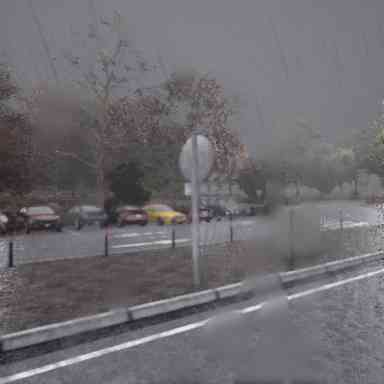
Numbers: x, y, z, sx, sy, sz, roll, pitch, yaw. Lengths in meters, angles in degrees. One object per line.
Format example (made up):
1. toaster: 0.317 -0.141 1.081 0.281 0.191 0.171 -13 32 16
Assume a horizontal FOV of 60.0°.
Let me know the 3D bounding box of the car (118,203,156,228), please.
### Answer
1. car: -4.797 1.610 23.349 2.163 1.488 4.792 0 0 -36

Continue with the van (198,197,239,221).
1. van: 2.060 1.407 28.076 1.878 1.987 4.442 0 0 -36

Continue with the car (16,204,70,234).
1. car: -9.296 1.547 20.100 2.097 1.535 5.008 0 0 -36

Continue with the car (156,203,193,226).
1. car: -2.415 1.595 24.788 1.946 1.575 5.366 0 0 -36

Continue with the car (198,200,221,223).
1. car: -0.282 1.645 26.580 2.163 1.488 4.792 0 0 -36

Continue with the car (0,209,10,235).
1. car: -11.567 1.405 18.506 2.185 1.767 4.553 0 0 -36

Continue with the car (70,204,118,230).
1. car: -7.032 1.565 21.705 2.231 1.521 4.892 0 0 -36
